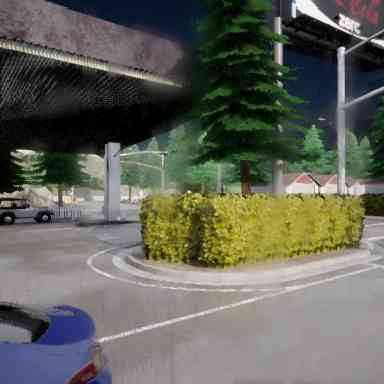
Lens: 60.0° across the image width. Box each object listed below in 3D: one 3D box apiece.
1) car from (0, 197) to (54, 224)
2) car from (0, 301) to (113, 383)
[{"bbox_3d":[-11.962,1.313,23.485,3.866,1.878,1.905,0,0,-36],"label":"car"},{"bbox_3d":[-2.826,1.526,1.992,4.674,1.442,1.812,0,0,-35],"label":"car"}]
